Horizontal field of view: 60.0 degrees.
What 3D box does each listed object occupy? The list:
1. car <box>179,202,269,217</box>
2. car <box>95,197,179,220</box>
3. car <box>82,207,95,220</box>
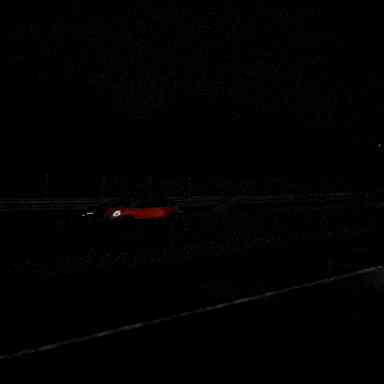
[{"bbox_3d":[2.043,1.308,18.117,5.008,1.535,1.882,0,1,-34],"label":"car"},{"bbox_3d":[-2.807,1.118,19.048,4.553,1.767,2.097,0,1,-34],"label":"car"},{"bbox_3d":[-4.745,1.214,21.969,4.892,1.490,1.837,0,1,-34],"label":"car"}]
